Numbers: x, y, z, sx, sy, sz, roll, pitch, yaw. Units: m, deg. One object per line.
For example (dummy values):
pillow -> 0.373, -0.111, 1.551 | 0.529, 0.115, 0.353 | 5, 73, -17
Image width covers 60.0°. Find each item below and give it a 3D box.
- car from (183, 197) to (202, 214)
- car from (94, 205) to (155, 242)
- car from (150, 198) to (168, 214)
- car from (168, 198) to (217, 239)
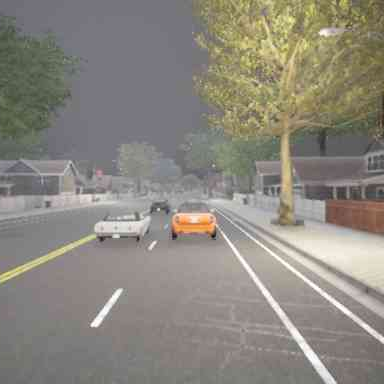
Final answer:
car -> 0.091, 1.359, 35.458 | 1.882, 1.535, 5.008 | 0, 0, 0
car -> -3.153, 1.544, 16.079 | 1.895, 1.301, 4.718 | 0, 0, 0
car -> -3.159, 1.391, 33.897 | 1.837, 1.490, 4.892 | 0, 0, 0
car -> 0.096, 1.292, 17.118 | 2.097, 1.767, 4.553 | 0, 0, 0
